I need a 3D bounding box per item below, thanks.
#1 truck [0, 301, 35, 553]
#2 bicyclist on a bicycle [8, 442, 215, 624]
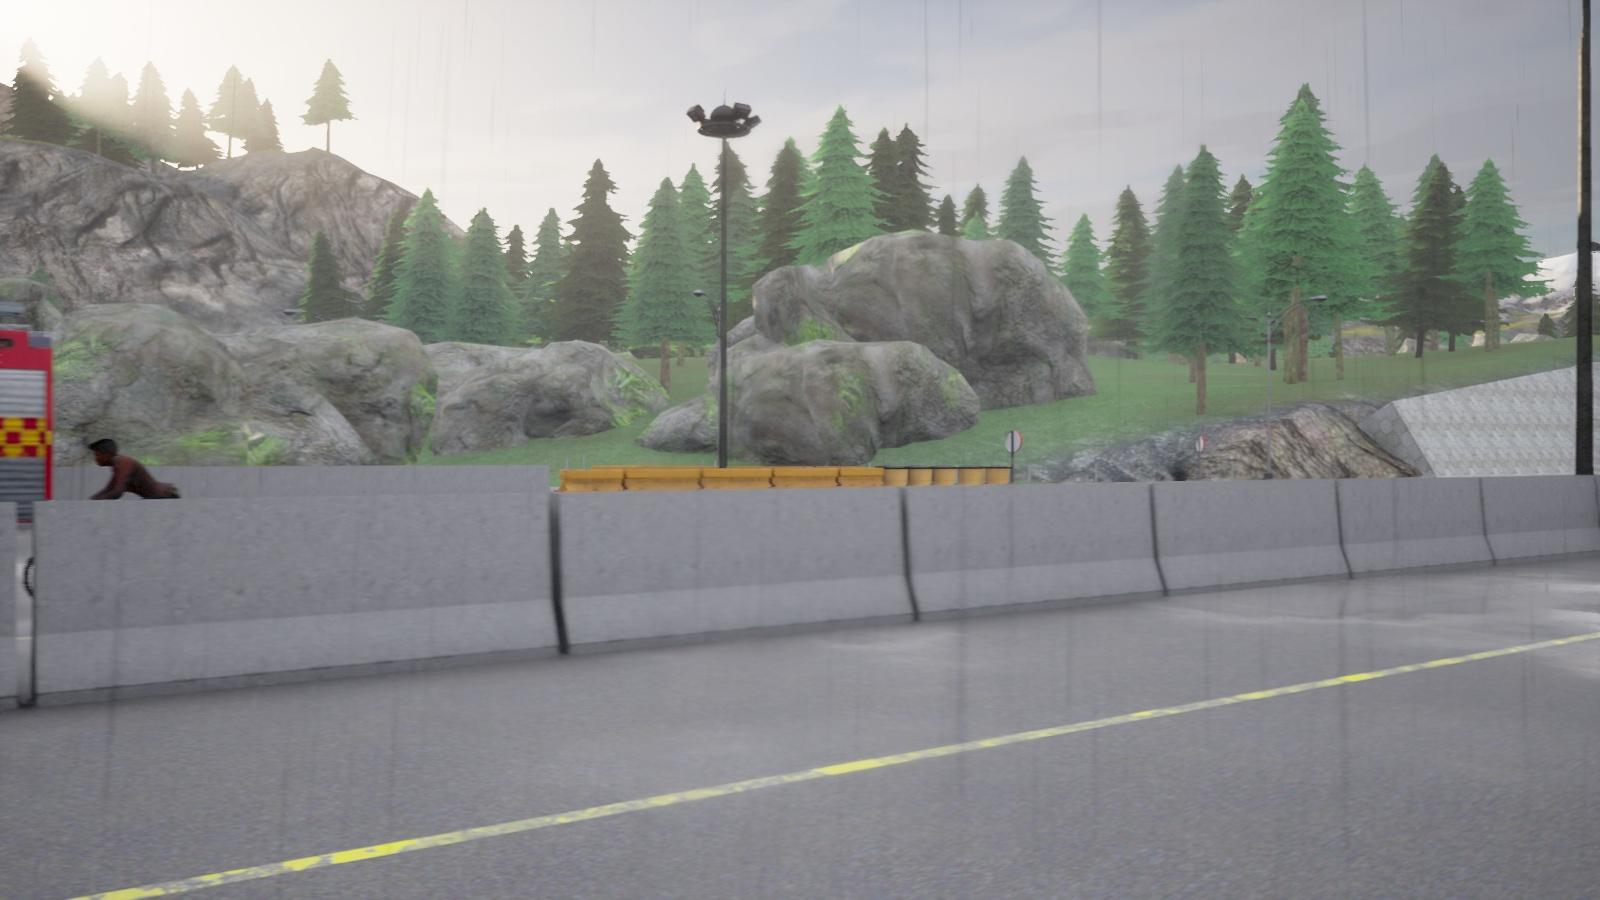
[{"bbox_3d":[-16.064,-0.342,18.068,8.468,3.827,2.891,0,0,-35],"label":"truck"},{"bbox_3d":[-6.513,0.741,11.919,1.656,1.620,0.582,0,0,-35],"label":"bicyclist on a bicycle"}]
